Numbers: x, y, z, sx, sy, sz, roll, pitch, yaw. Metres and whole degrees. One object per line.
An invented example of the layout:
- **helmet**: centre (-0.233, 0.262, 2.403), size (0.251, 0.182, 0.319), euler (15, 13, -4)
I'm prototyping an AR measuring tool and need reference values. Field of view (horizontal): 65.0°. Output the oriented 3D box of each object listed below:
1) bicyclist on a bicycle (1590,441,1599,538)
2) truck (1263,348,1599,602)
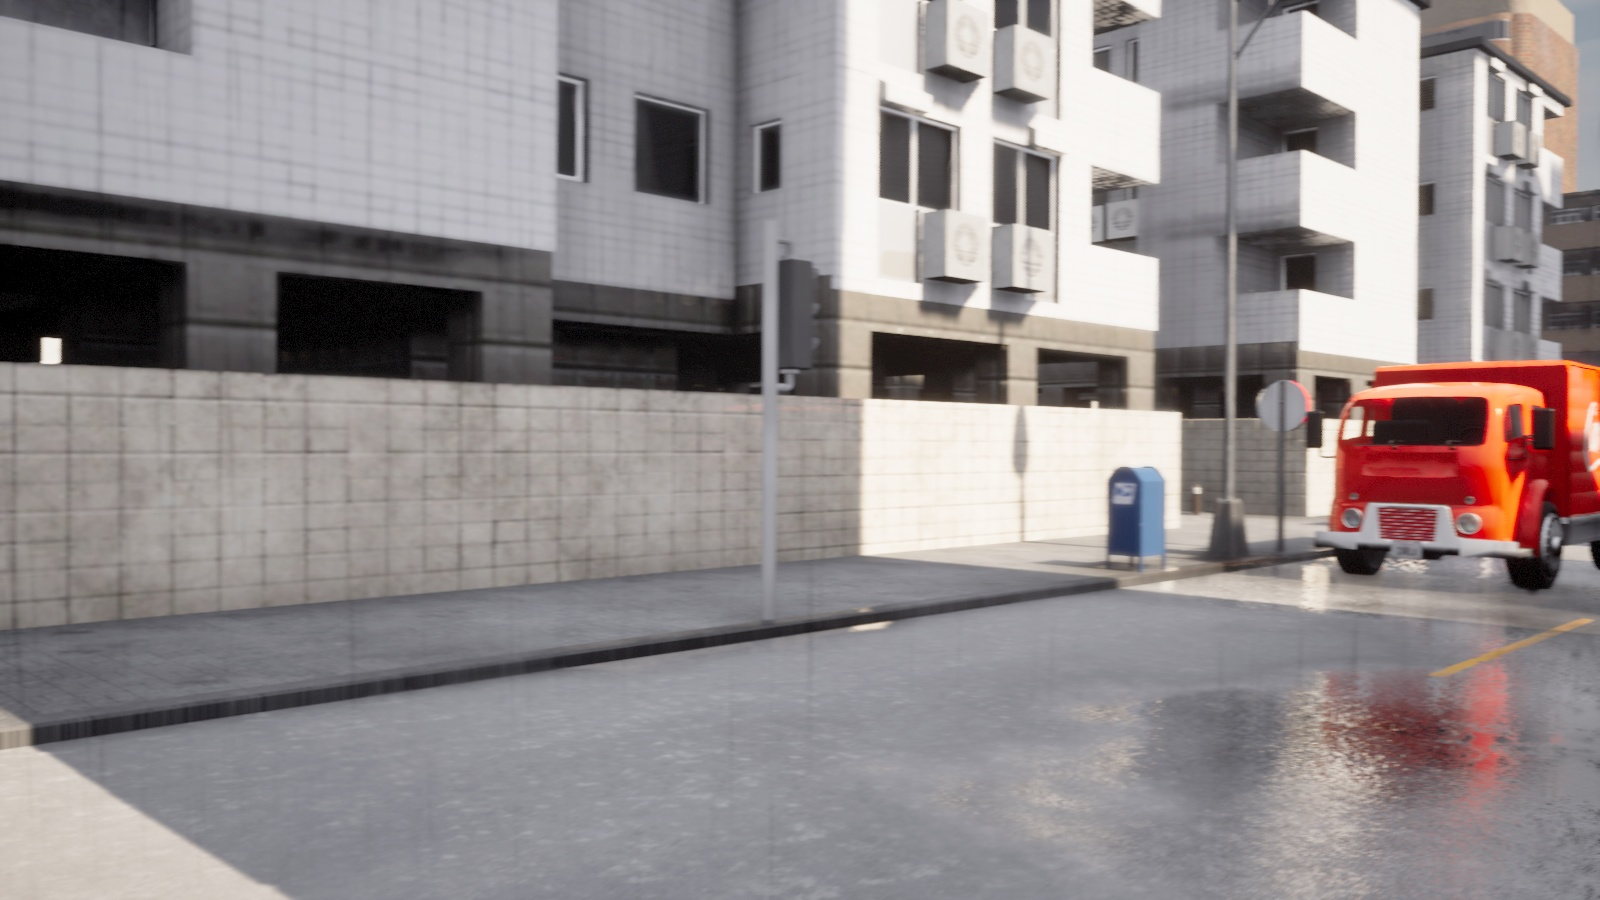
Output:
- **bicyclist on a bicycle**: centre (14.013, 0.665, 21.159), size (0.866, 1.612, 1.509), euler (1, 1, 44)
- **truck**: centre (7.943, 0.230, 14.993), size (2.627, 2.467, 5.204), euler (1, 1, 44)
